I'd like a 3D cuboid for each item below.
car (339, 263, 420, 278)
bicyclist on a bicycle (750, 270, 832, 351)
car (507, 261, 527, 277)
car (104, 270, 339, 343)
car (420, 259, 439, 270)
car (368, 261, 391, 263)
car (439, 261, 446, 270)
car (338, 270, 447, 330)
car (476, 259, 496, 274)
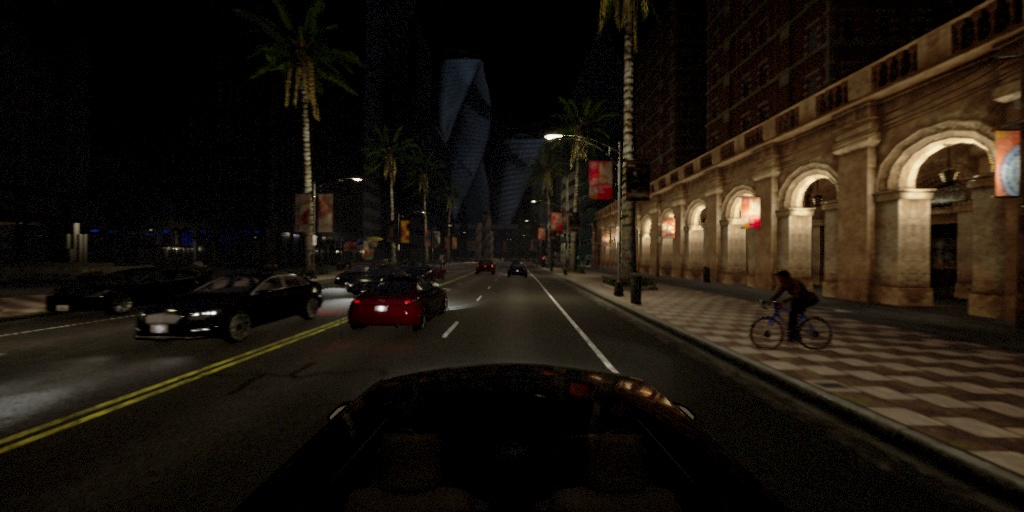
[{"bbox_3d":[-6.867,1.273,19.357,2.033,1.411,5.357,0,0,1],"label":"car"},{"bbox_3d":[5.635,1.111,7.243,1.656,1.620,0.582,0,0,1],"label":"bicyclist on a bicycle"},{"bbox_3d":[0.524,1.386,36.185,1.994,1.385,4.181,0,0,0],"label":"car"},{"bbox_3d":[-7.012,1.197,9.610,2.128,1.511,4.902,0,0,1],"label":"car"},{"bbox_3d":[-6.676,1.246,24.823,1.994,1.385,4.181,1,5,1],"label":"car"},{"bbox_3d":[-10.178,1.298,24.931,2.033,1.411,5.357,0,0,1],"label":"car"},{"bbox_3d":[-6.695,1.368,29.251,1.895,1.301,4.718,1,1,1],"label":"car"},{"bbox_3d":[-3.291,1.304,11.088,1.994,1.385,4.181,0,0,1],"label":"car"},{"bbox_3d":[-2.955,1.154,41.560,2.097,1.767,4.553,0,0,0],"label":"car"}]
